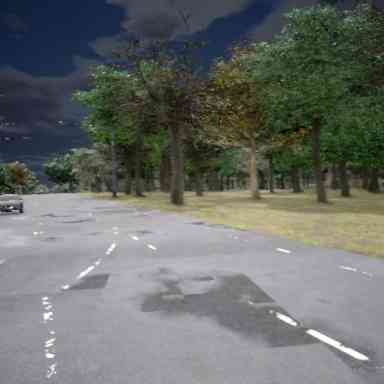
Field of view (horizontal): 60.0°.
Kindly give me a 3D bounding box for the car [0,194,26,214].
[{"bbox_3d":[-14.669,0.954,26.995,1.837,1.490,4.892,-2,2,-26],"label":"car"}]
